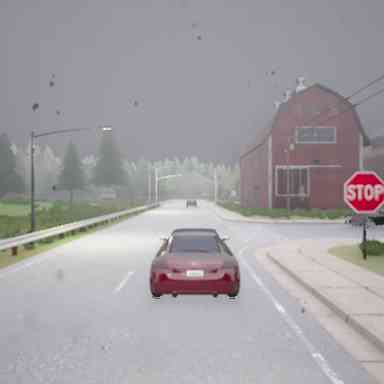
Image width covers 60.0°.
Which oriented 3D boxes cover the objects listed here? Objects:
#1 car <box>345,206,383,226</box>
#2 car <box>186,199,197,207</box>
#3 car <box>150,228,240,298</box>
[{"bbox_3d":[13.007,1.668,22.578,4.902,1.511,2.128,0,0,-1],"label":"car"},{"bbox_3d":[-0.084,1.949,60.116,1.882,1.535,5.008,0,0,0],"label":"car"},{"bbox_3d":[0.069,1.634,8.757,1.994,1.385,4.181,0,0,0],"label":"car"}]
